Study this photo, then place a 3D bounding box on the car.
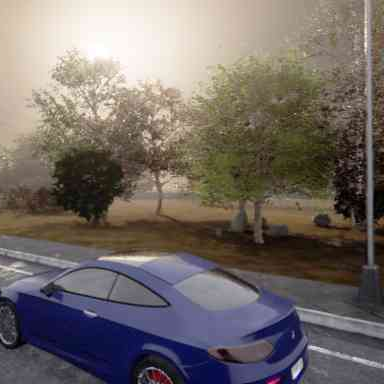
[{"bbox_3d":[-0.853,1.524,4.564,4.674,1.442,1.812,0,0,35],"label":"car"}]
